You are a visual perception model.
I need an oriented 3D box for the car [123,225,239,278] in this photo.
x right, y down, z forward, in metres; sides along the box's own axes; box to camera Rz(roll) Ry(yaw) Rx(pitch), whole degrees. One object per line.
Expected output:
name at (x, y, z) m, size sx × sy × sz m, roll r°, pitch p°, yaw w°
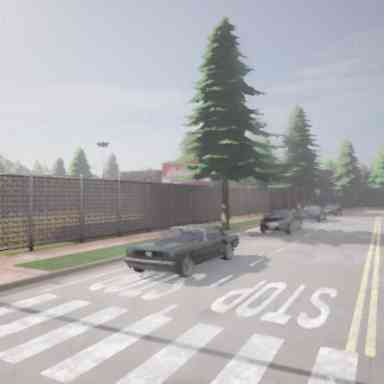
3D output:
car at (-0.112, 1.820, 11.150) m, size 1.895 × 1.301 × 4.718 m, roll -1°, pitch -1°, yaw 30°

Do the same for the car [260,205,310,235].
car at (5.900, 1.831, 21.646) m, size 2.128 × 1.511 × 4.902 m, roll -1°, pitch -1°, yaw 30°

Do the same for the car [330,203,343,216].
car at (16.681, 2.031, 39.695) m, size 2.128 × 1.511 × 4.902 m, roll -1°, pitch -1°, yaw 33°

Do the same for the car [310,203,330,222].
car at (11.220, 1.969, 30.827) m, size 1.812 × 1.442 × 4.674 m, roll -1°, pitch -1°, yaw 30°
